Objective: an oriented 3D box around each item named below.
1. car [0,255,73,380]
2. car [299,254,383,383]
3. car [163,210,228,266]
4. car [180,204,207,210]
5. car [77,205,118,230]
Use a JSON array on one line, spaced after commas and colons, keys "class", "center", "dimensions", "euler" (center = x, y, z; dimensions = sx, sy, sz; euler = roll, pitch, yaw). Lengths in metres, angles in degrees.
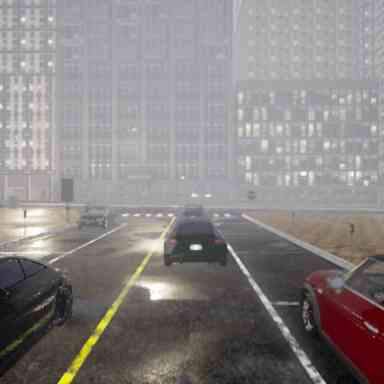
[{"class": "car", "center": [-3.093, 1.555, 4.217], "dimensions": [1.994, 1.385, 4.181], "euler": [0, 0, 0]}, {"class": "car", "center": [2.700, 1.433, 3.869], "dimensions": [1.967, 1.590, 4.097], "euler": [1, 0, 0]}, {"class": "car", "center": [0.102, 1.541, 11.463], "dimensions": [1.994, 1.385, 4.181], "euler": [0, 0, 0]}, {"class": "car", "center": [0.092, 1.518, 22.996], "dimensions": [1.994, 1.385, 4.181], "euler": [0, 0, 1]}, {"class": "car", "center": [-5.811, 1.509, 20.805], "dimensions": [2.008, 1.369, 4.403], "euler": [1, 0, 0]}]
